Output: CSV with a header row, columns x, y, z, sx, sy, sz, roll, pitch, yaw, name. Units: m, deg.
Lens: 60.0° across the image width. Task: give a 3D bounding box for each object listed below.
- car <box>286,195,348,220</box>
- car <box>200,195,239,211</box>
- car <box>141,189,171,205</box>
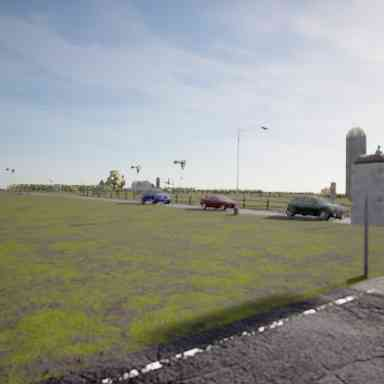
x,y,z,sx,sy,sz,roll,pitch,yaw,name
9.616,1.147,25.811,2.097,1.767,4.553,1,0,-36,car
2.870,1.109,35.095,1.882,1.535,5.008,1,0,-36,car
-5.045,0.666,46.004,2.150,2.045,5.566,1,0,-36,car
